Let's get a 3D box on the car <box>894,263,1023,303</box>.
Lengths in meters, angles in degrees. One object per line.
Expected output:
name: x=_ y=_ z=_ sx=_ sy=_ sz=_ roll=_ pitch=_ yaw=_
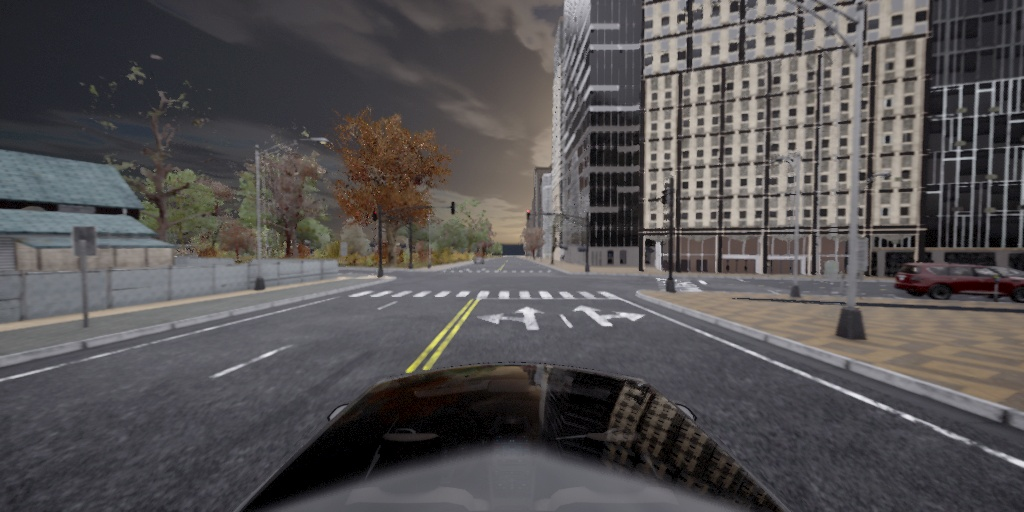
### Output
car: x=23.015 y=1.316 z=18.338 sx=5.009 sy=1.841 sz=2.192 roll=0 pitch=0 yaw=20

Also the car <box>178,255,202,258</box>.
car: x=-39.356 y=0.625 z=44.120 sx=4.553 sy=1.767 sz=2.097 roll=1 pitch=2 yaw=21
